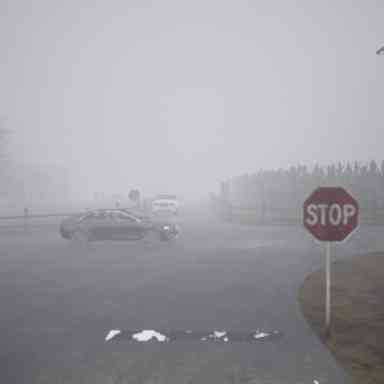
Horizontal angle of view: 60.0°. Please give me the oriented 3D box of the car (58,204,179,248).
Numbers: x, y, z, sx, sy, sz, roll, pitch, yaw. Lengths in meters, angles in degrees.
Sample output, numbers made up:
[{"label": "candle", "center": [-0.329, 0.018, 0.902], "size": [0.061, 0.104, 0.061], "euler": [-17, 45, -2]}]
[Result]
[{"label": "car", "center": [-3.063, 1.439, 14.084], "size": [4.902, 1.511, 2.128], "euler": [0, 0, 1]}]

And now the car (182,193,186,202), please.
[{"label": "car", "center": [-2.030, 0.923, 54.969], "size": [2.033, 1.411, 5.357], "euler": [0, 1, 1]}]

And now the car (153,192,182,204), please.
[{"label": "car", "center": [-2.405, 1.062, 31.745], "size": [2.150, 2.045, 5.566], "euler": [0, 1, 1]}]
